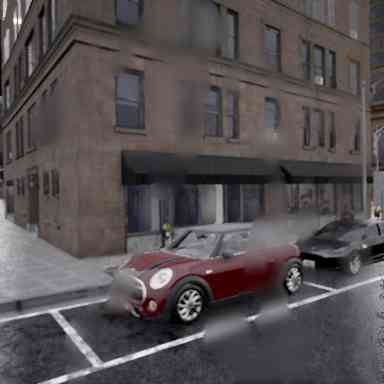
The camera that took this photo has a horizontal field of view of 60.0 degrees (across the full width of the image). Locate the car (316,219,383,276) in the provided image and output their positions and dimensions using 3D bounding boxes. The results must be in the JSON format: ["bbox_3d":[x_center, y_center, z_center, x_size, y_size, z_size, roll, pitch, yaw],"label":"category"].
[{"bbox_3d":[4.913,1.527,10.180,4.313,1.339,1.947,0,-1,-36],"label":"car"}]

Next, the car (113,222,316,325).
[{"bbox_3d":[0.434,1.424,6.977,4.097,1.590,1.967,0,-1,-36],"label":"car"}]
